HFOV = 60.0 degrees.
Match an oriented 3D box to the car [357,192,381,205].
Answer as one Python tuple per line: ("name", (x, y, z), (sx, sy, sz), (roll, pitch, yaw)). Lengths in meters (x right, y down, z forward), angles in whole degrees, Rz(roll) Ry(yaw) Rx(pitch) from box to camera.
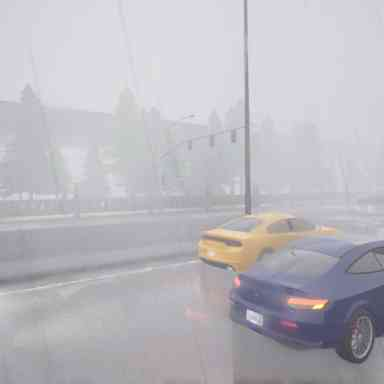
("car", (22.578, 0.778, 41.576), (5.008, 1.535, 1.882), (-1, 1, -35))

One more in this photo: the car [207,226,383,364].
("car", (2.707, 1.458, 5.720), (4.674, 1.442, 1.812), (-1, 1, -35))

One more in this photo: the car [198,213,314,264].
("car", (2.516, 1.373, 9.869), (5.008, 1.535, 1.882), (-1, 1, -35))

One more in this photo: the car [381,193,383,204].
("car", (24.446, 0.656, 38.609), (4.553, 1.767, 2.097), (-1, 1, -35))
